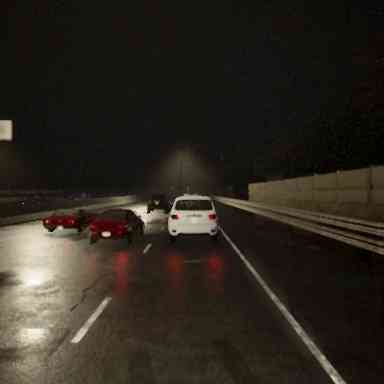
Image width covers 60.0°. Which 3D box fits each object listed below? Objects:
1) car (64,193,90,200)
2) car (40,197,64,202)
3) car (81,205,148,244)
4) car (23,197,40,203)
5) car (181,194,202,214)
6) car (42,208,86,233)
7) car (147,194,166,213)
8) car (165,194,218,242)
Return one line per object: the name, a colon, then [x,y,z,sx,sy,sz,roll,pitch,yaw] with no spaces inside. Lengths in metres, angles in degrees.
car: [-17.872,1.199,52.789,2.150,2.045,5.566,0,0,0]
car: [-21.362,1.524,52.403,2.033,1.411,5.357,0,0,0]
car: [-3.434,1.517,15.617,1.812,1.442,4.674,0,0,0]
car: [-24.863,1.540,52.509,1.994,1.385,4.181,0,0,0]
car: [-0.048,1.205,36.141,2.150,2.045,5.566,0,0,0]
car: [-6.950,1.590,19.735,1.895,1.301,4.718,0,0,0]
car: [-3.548,1.205,36.108,2.150,2.045,5.566,0,0,0]
car: [0.064,1.213,16.354,2.150,2.045,5.566,0,0,0]
